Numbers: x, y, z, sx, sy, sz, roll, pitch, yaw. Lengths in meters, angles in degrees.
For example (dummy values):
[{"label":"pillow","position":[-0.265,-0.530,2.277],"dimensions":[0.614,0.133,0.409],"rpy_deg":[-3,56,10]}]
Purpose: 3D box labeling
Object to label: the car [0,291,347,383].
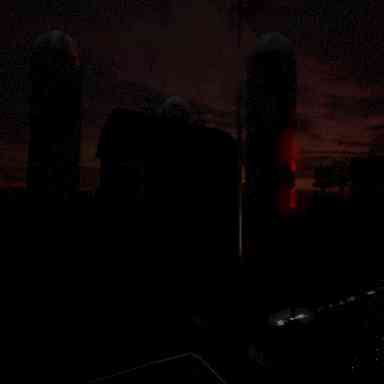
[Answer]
[{"label":"car","position":[-0.985,1.611,2.388],"dimensions":[4.718,1.301,1.895],"rpy_deg":[1,-1,-36]}]
